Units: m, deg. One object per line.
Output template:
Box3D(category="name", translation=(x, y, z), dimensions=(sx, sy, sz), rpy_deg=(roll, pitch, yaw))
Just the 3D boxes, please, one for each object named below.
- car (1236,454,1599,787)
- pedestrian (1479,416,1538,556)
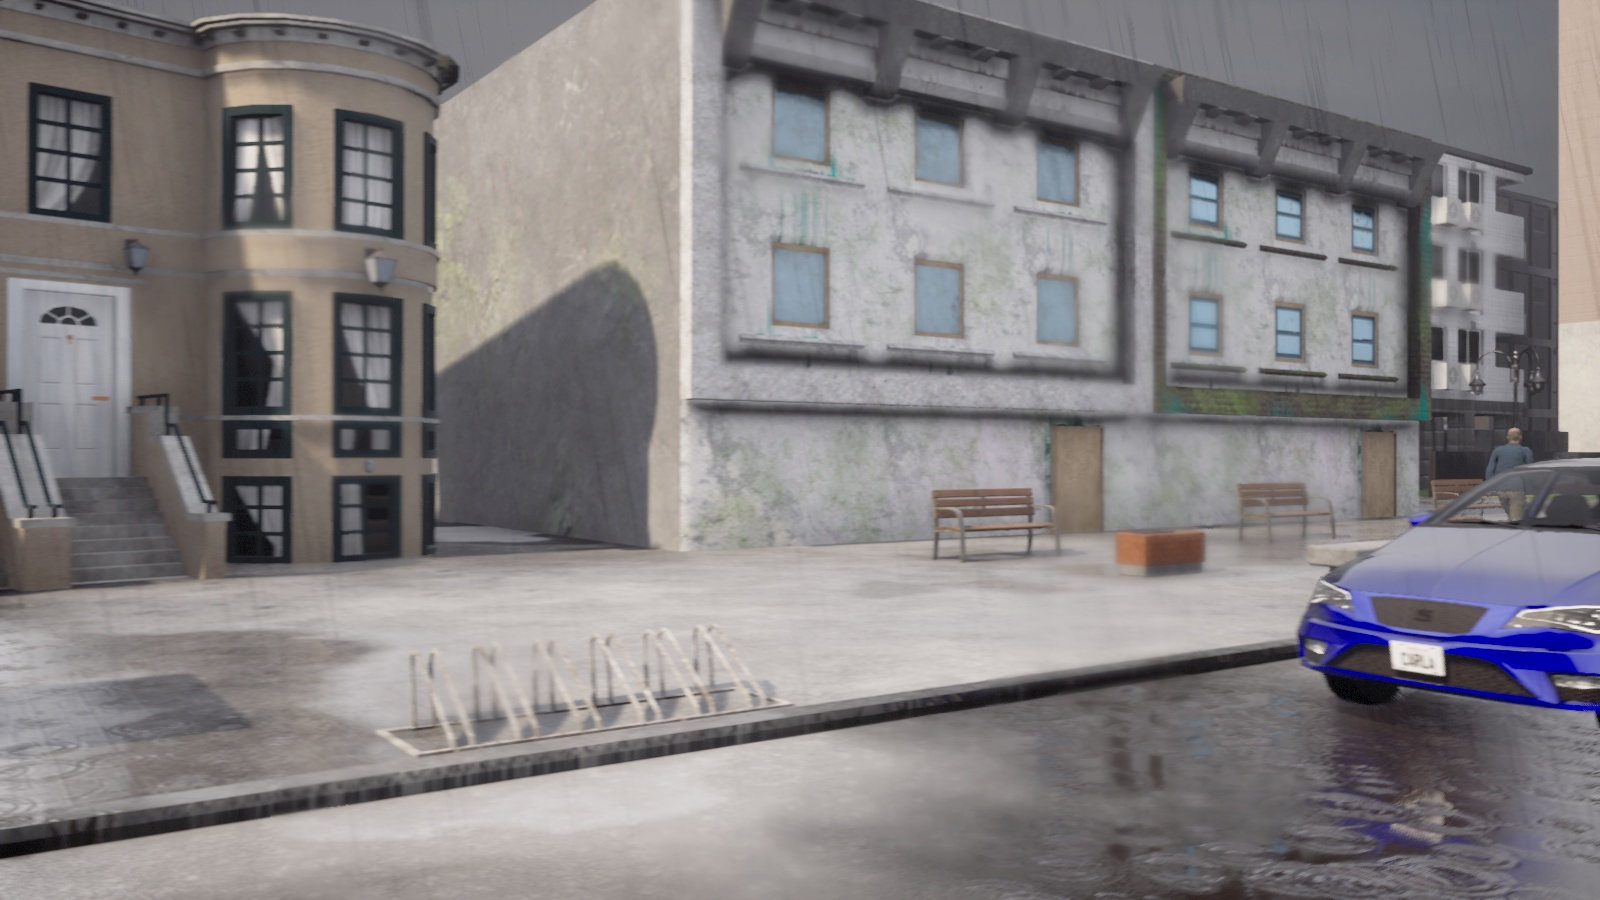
Box3D(category="car", translation=(4.703, 0.767, 7.540), dimensions=(4.193, 1.474, 1.816), rpy_deg=(0, 0, -35))
Box3D(category="pedestrian", translation=(9.519, 0.476, 16.872), dimensions=(0.726, 1.842, 0.402), rpy_deg=(0, 0, -35))
